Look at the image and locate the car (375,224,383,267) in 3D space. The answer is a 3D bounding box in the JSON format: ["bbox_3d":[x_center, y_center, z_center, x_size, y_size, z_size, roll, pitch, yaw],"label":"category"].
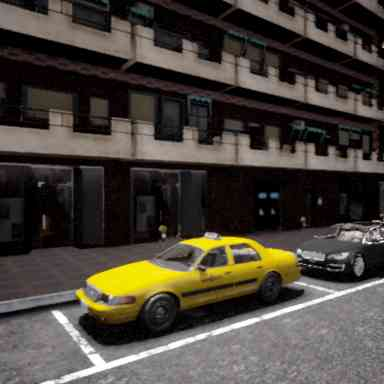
[{"bbox_3d":[6.715,1.569,8.162,4.892,1.490,1.837,1,-1,-35],"label":"car"}]

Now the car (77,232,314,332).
[{"bbox_3d":[0.215,1.551,6.817,4.829,1.417,1.752,0,-1,-36],"label":"car"}]

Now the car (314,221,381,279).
[{"bbox_3d":[5.005,1.612,10.172,4.403,1.369,2.008,0,-1,-36],"label":"car"}]
